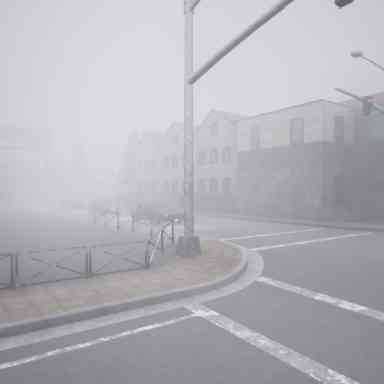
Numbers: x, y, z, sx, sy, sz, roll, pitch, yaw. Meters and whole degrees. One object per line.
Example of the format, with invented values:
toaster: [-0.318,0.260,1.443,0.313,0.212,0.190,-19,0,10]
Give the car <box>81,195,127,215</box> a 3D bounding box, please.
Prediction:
car: [-8.253,1.315,31.027,2.128,1.511,4.902,0,0,-35]

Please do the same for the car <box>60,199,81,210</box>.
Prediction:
car: [-14.073,1.424,39.300,1.895,1.301,4.718,0,0,-35]

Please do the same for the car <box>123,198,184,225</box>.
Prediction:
car: [-2.507,1.371,22.909,2.033,1.411,5.357,0,0,-35]

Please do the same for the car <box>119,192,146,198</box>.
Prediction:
car: [-6.763,1.045,35.307,2.150,2.045,5.566,0,0,-35]
